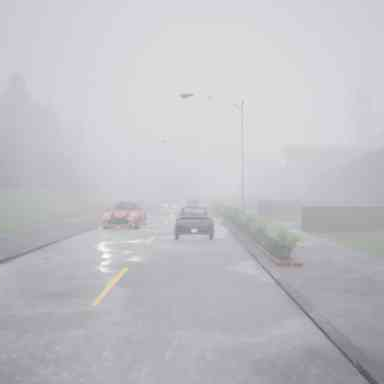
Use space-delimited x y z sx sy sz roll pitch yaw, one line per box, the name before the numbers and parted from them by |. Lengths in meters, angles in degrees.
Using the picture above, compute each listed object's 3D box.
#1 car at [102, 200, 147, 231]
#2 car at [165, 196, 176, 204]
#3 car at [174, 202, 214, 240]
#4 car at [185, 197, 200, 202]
car | -4.091 1.355 20.744 2.097 1.767 4.553 0 0 0
car | -3.980 1.536 62.392 1.812 1.442 4.674 0 0 1
car | 0.105 1.494 17.098 2.128 1.511 4.902 0 0 0
car | 0.132 1.515 47.834 1.837 1.490 4.892 0 0 0
